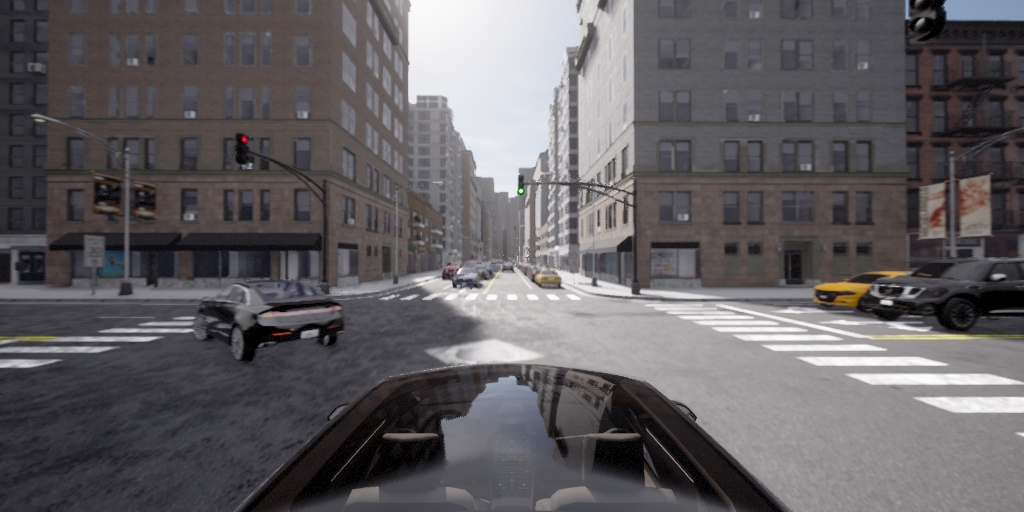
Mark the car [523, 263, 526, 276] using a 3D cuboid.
[{"bbox_3d":[2.512,1.678,37.821,2.007,1.370,4.403,0,0,-1],"label":"car"}]

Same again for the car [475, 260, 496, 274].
[{"bbox_3d":[-3.472,1.702,47.213,1.882,1.535,5.008,0,-1,-1],"label":"car"}]

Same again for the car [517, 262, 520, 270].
[{"bbox_3d":[2.290,1.845,54.397,2.007,1.370,4.403,0,0,-1],"label":"car"}]

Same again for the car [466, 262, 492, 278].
[{"bbox_3d":[-3.393,1.624,36.822,1.837,1.490,4.892,0,-1,0],"label":"car"}]

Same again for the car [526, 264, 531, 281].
[{"bbox_3d":[2.586,1.511,32.296,1.967,1.591,4.097,0,0,-1],"label":"car"}]

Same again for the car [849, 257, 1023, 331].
[{"bbox_3d":[14.182,1.062,10.971,5.566,2.045,2.150,0,0,0],"label":"car"}]

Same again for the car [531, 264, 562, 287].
[{"bbox_3d":[2.658,1.539,26.941,1.751,1.417,4.829,0,0,-1],"label":"car"}]

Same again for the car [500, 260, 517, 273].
[{"bbox_3d":[-0.588,1.814,55.854,1.837,1.490,4.892,0,-1,-1],"label":"car"}]

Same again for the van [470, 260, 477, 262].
[{"bbox_3d":[-6.235,1.636,54.283,1.690,1.789,3.998,0,0,-1],"label":"van"}]

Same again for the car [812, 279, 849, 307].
[{"bbox_3d":[14.808,1.344,14.225,5.008,1.535,1.882,0,0,-1],"label":"car"}]

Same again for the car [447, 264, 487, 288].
[{"bbox_3d":[-3.299,1.566,27.123,2.033,1.411,5.357,0,-1,-1],"label":"car"}]

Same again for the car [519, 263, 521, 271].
[{"bbox_3d":[2.364,1.785,48.872,1.888,1.381,4.507,0,0,-1],"label":"car"}]

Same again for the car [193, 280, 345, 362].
[{"bbox_3d":[-5.816,1.312,8.467,4.902,1.511,2.128,0,-1,38],"label":"car"}]

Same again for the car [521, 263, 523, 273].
[{"bbox_3d":[2.438,1.750,43.346,1.948,1.339,4.313,0,0,-1],"label":"car"}]

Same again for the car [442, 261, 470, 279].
[{"bbox_3d":[-6.013,1.443,37.708,2.192,1.841,5.009,0,0,-1],"label":"car"}]
